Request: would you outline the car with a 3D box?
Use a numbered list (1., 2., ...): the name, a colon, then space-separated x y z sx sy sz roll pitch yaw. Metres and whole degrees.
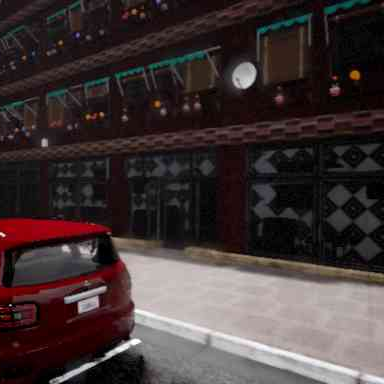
1. car: -3.081 1.323 5.049 5.009 1.841 2.192 0 1 35
